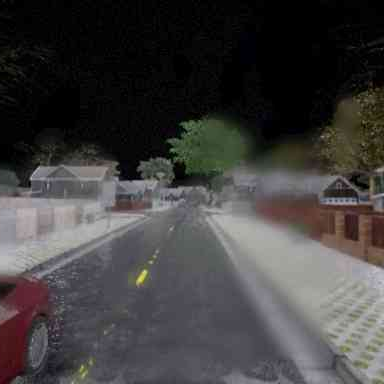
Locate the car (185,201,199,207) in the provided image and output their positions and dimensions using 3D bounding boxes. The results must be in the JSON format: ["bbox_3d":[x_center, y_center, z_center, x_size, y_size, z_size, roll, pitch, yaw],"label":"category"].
[{"bbox_3d":[0.009,3.067,84.571,2.033,1.411,5.357,0,-1,1],"label":"car"}]

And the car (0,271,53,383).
[{"bbox_3d":[-2.848,1.554,2.956,1.812,1.442,4.674,0,-1,0],"label":"car"}]

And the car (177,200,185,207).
[{"bbox_3d":[-2.739,2.919,85.509,2.097,1.767,4.553,0,-1,1],"label":"car"}]
